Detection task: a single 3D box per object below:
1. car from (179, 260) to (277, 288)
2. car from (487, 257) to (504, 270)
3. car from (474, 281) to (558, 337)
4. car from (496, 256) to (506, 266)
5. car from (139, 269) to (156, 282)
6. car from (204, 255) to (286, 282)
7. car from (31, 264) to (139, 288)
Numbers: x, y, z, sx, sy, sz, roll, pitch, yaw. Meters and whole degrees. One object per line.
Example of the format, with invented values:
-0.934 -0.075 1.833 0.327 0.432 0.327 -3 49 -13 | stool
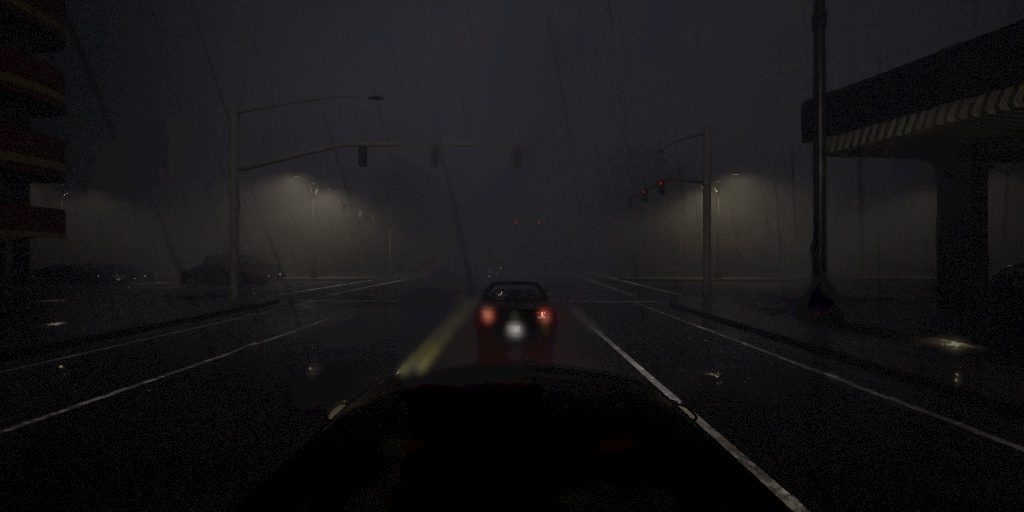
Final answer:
-18.327 1.228 22.989 5.008 1.535 1.882 0 0 1 | car
-2.709 1.241 53.963 2.128 1.511 4.902 0 0 1 | car
0.099 1.351 10.218 1.895 1.301 4.718 0 0 0 | car
-2.586 1.241 64.147 2.128 1.511 4.902 0 0 1 | car
-29.305 1.314 26.688 4.181 1.385 1.994 0 0 0 | car
-19.887 0.971 26.537 5.566 2.045 2.150 0 0 1 | car
-27.830 1.241 23.164 4.902 1.511 2.128 0 0 1 | car
